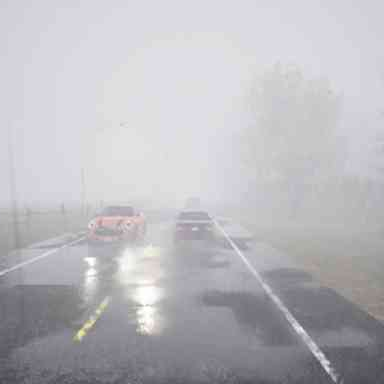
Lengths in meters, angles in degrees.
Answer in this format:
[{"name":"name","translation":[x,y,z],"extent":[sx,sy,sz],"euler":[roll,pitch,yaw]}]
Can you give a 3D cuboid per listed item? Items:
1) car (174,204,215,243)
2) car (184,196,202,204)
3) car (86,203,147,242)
[{"name":"car","translation":[0.104,1.541,15.917],"extent":[2.033,1.411,5.357],"euler":[0,0,0]},{"name":"car","translation":[0.112,1.335,41.996],"extent":[2.097,1.767,4.553],"euler":[0,0,0]},{"name":"car","translation":[-3.496,1.387,16.099],"extent":[2.097,1.767,4.553],"euler":[0,0,0]}]
